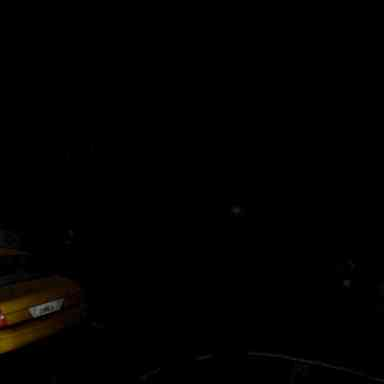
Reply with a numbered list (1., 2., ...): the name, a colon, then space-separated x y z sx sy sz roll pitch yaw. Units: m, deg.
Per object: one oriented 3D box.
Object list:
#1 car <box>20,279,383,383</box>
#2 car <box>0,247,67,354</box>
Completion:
1. car: 0.813 1.566 2.499 4.313 1.339 1.947 0 0 35
2. car: -3.826 1.525 5.800 4.829 1.417 1.752 0 0 35
